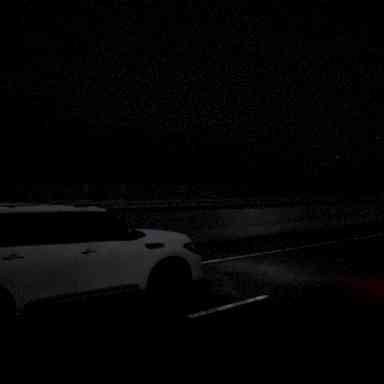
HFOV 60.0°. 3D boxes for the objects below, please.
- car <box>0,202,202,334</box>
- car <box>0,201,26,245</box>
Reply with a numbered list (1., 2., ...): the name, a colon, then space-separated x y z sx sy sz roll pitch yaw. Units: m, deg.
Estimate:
1. car: -2.436 1.222 6.429 5.566 2.045 2.150 0 0 -35
2. car: -9.780 1.352 14.206 4.553 1.767 2.097 0 0 -35
